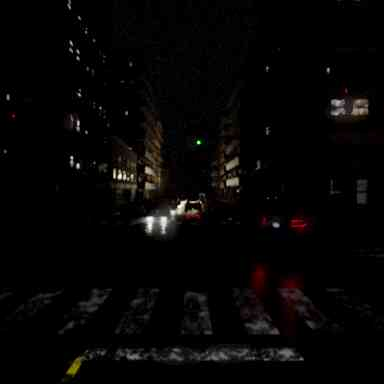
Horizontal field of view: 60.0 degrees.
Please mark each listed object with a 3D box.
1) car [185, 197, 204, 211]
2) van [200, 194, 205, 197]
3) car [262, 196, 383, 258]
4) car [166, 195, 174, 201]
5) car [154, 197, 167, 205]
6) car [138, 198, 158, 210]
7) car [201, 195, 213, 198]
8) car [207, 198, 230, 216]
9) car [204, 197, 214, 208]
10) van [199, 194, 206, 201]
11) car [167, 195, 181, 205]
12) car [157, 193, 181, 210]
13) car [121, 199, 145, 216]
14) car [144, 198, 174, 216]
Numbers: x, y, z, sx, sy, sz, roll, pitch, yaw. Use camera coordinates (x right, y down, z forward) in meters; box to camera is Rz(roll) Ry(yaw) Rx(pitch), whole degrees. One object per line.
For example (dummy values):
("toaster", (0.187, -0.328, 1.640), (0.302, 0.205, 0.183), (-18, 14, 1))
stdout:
("car", (0.108, 1.592, 39.716), (1.895, 1.301, 4.718), (0, 0, 0))
("van", (2.692, 1.335, 54.372), (1.690, 1.788, 3.998), (0, 0, 0))
("car", (5.217, 1.186, 12.877), (5.566, 2.045, 2.150), (-1, -1, -31))
("car", (-5.682, 1.534, 87.358), (1.752, 1.417, 4.829), (0, 0, 0))
("car", (-5.687, 1.541, 59.910), (1.887, 1.381, 4.507), (0, 0, 0))
("car", (-5.689, 1.558, 43.340), (1.947, 1.339, 4.313), (0, 0, 0))
("car", (2.692, 1.538, 48.849), (1.887, 1.381, 4.507), (0, 0, 0))
("car", (2.690, 1.573, 32.279), (1.802, 1.307, 4.206), (0, 0, 0))
("car", (2.691, 1.557, 37.802), (1.947, 1.339, 4.313), (0, 0, 0))
("van", (2.697, 1.349, 87.514), (1.690, 1.788, 3.998), (-1, 0, 0))
("car", (-3.040, 1.349, 57.392), (2.097, 1.767, 4.553), (0, 0, 0))
("car", (-3.044, 1.210, 43.315), (2.150, 2.045, 5.566), (0, 1, 3))
("car", (-5.691, 1.558, 32.292), (1.947, 1.339, 4.313), (0, 0, 0))
("car", (-3.085, 1.556, 31.867), (1.994, 1.385, 4.181), (0, 0, 0))
